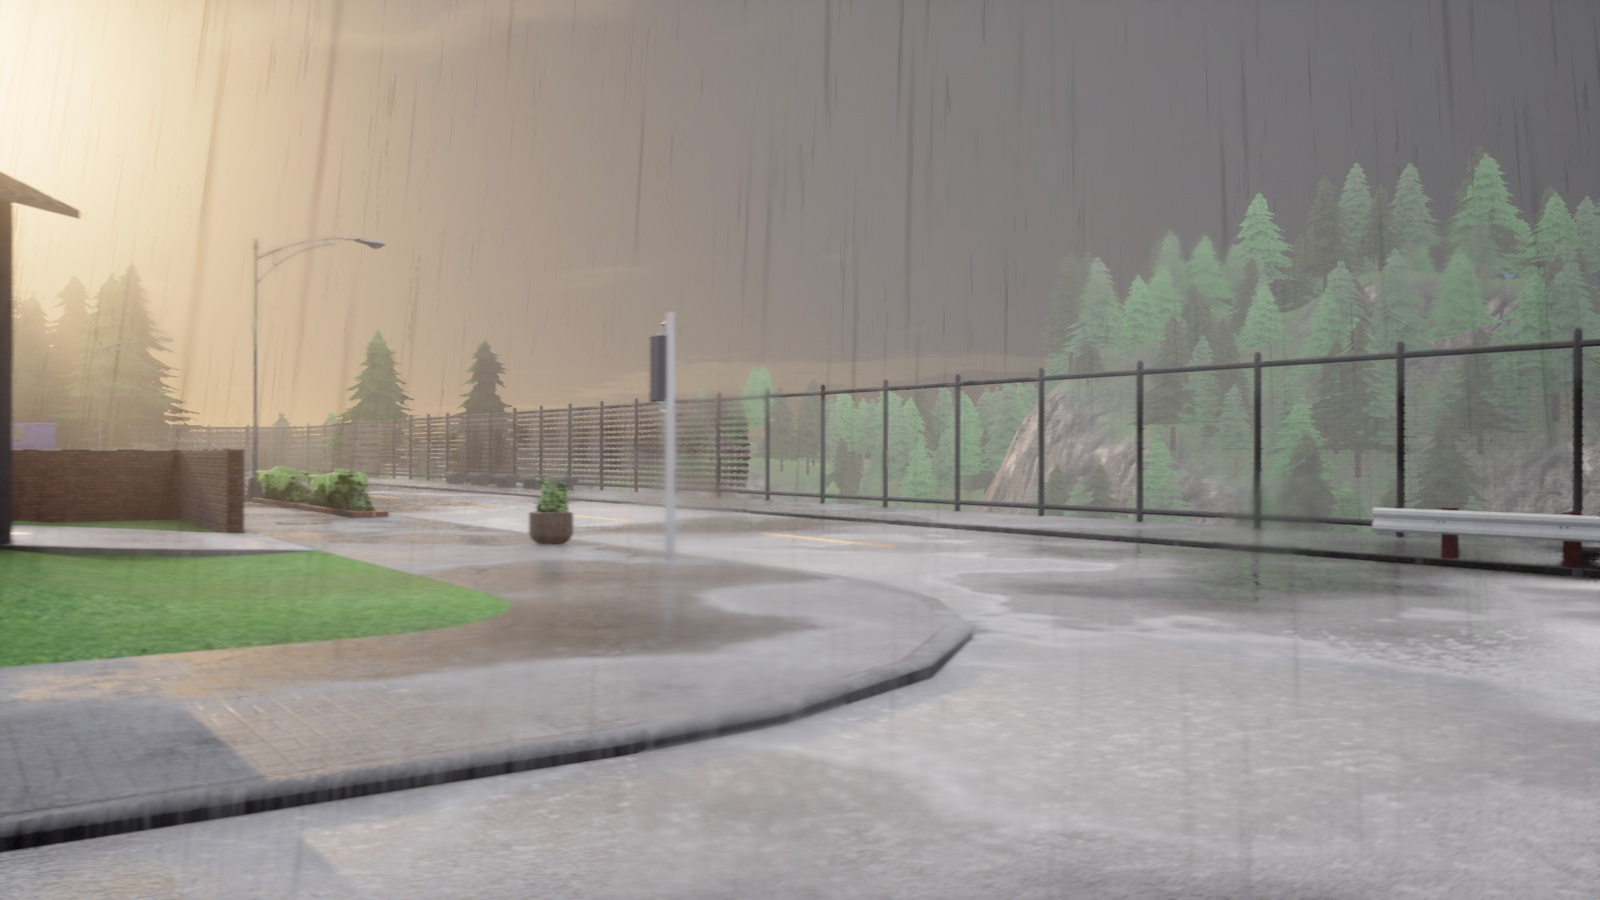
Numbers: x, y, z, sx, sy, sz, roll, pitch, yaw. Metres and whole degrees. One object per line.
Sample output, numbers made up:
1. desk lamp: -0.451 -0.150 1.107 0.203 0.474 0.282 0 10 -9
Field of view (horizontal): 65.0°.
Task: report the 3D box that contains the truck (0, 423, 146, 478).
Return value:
1. truck: -46.788 0.064 80.781 7.936 3.462 2.891 0 0 -2
